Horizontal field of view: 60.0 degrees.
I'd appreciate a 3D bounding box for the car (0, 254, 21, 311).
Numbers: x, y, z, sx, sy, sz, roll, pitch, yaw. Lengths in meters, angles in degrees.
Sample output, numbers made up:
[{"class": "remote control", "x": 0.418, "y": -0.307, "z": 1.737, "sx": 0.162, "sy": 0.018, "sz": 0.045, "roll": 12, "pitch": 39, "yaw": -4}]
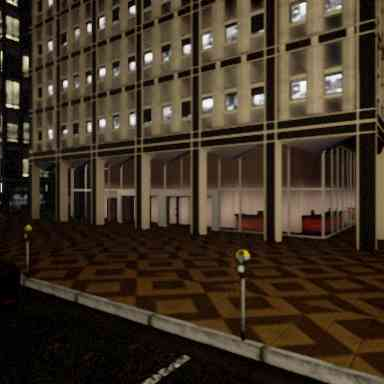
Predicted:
[{"class": "car", "x": -5.017, "y": 1.534, "z": 6.443, "sx": 4.313, "sy": 1.339, "sz": 1.947, "roll": 0, "pitch": 0, "yaw": 35}]
